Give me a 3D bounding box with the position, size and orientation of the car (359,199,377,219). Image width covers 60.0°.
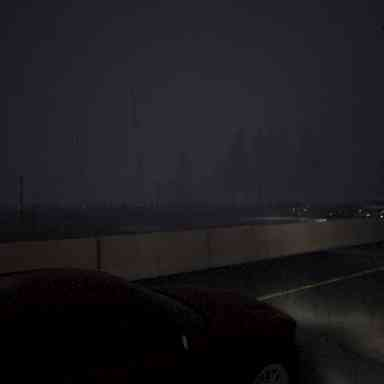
[{"bbox_3d":[16.324,1.529,28.118,5.566,2.045,2.150,1,0,-35],"label":"car"}]

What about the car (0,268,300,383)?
[{"bbox_3d":[-1.117,1.471,2.956,5.008,1.535,1.882,0,0,-35],"label":"car"}]
